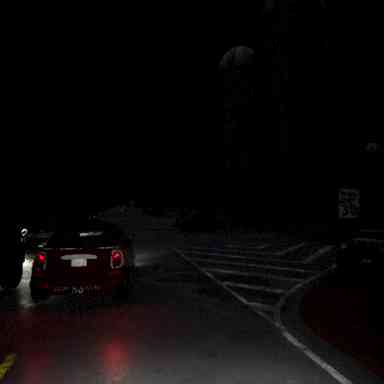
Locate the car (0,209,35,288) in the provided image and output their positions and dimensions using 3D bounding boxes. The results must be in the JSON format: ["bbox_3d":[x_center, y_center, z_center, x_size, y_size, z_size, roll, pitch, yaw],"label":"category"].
[{"bbox_3d":[-5.302,1.401,6.980,2.150,2.045,5.566,0,-2,-11],"label":"car"}]

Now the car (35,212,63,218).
[{"bbox_3d":[-7.021,1.832,16.616,2.097,1.767,4.553,0,-2,-12],"label":"car"}]

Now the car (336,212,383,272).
[{"bbox_3d":[6.449,1.648,11.089,3.866,1.878,1.905,2,-2,-43],"label":"car"}]

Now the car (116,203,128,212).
[{"bbox_3d":[-17.166,3.676,80.512,2.150,2.045,5.566,0,-2,-12],"label":"car"}]

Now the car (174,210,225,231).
[{"bbox_3d":[0.586,2.275,27.044,3.988,1.617,1.851,0,-2,-13],"label":"car"}]

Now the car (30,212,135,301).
[{"bbox_3d":[-2.708,1.595,9.178,2.097,1.767,4.553,0,-2,-8],"label":"car"}]

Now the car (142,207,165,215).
[{"bbox_3d":[-6.866,3.347,59.186,4.181,1.381,1.994,0,-2,-13],"label":"car"}]

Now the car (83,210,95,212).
[{"bbox_3d":[-9.083,2.326,26.176,2.033,1.411,5.357,0,-2,-12],"label":"car"}]
